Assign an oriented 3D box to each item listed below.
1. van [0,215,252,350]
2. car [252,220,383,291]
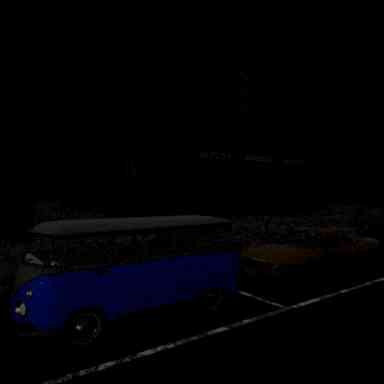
[{"bbox_3d":[-1.006,1.341,5.928,3.998,1.788,1.690,0,0,-35],"label":"van"},{"bbox_3d":[3.291,1.525,8.976,4.829,1.417,1.752,0,0,-35],"label":"car"}]
